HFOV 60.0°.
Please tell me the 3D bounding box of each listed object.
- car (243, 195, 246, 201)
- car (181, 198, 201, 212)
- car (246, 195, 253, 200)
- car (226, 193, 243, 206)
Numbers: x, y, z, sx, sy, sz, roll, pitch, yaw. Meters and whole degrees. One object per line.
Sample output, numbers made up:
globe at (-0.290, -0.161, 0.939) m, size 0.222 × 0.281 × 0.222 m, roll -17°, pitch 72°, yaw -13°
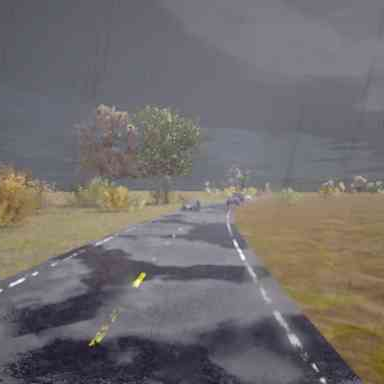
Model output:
car at (10.373, 1.168, 75.571) m, size 2.150 × 2.045 × 5.566 m, roll 0°, pitch 0°, yaw 16°
car at (-0.054, 1.542, 40.361) m, size 2.128 × 1.511 × 4.902 m, roll 0°, pitch 0°, yaw 8°
car at (15.300, 1.540, 91.366) m, size 1.812 × 1.442 × 4.674 m, roll 0°, pitch 0°, yaw 20°
car at (7.195, 1.425, 57.821) m, size 2.097 × 1.767 × 4.553 m, roll 0°, pitch 0°, yaw 12°
